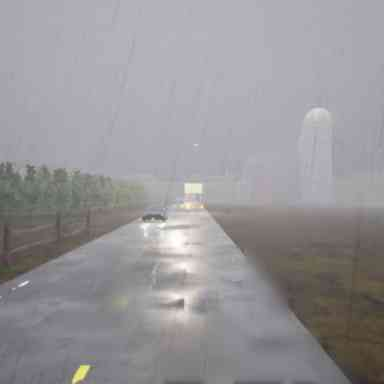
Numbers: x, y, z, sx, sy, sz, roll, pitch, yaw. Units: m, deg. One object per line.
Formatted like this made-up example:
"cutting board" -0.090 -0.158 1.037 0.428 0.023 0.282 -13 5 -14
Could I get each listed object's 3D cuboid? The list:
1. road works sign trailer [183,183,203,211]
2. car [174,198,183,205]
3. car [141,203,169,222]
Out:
"road works sign trailer" 0.183 0.600 42.028 2.380 3.560 2.880 0 0 -4
"car" -2.762 1.863 68.251 1.812 1.442 4.674 0 -1 0
"car" -2.852 1.614 26.989 2.033 1.411 5.357 0 0 0
